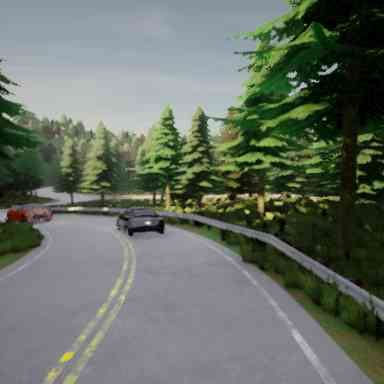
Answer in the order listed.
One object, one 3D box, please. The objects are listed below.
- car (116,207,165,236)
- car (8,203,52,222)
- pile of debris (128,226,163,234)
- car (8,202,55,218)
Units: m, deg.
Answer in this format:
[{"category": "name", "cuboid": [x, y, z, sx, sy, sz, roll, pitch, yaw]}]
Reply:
[{"category": "car", "cuboid": [-2.969, 1.521, 18.524, 1.994, 1.385, 4.181, -2, 1, -22]}, {"category": "car", "cuboid": [-13.405, 1.685, 27.362, 4.553, 1.767, 2.097, -3, 2, 42]}, {"category": "pile of debris", "cuboid": [-2.612, 2.122, 18.494, 1.500, 0.140, 1.860, -2, 1, -23]}, {"category": "car", "cuboid": [-16.575, 1.865, 34.249, 5.357, 1.411, 2.033, -3, 2, 37]}]
